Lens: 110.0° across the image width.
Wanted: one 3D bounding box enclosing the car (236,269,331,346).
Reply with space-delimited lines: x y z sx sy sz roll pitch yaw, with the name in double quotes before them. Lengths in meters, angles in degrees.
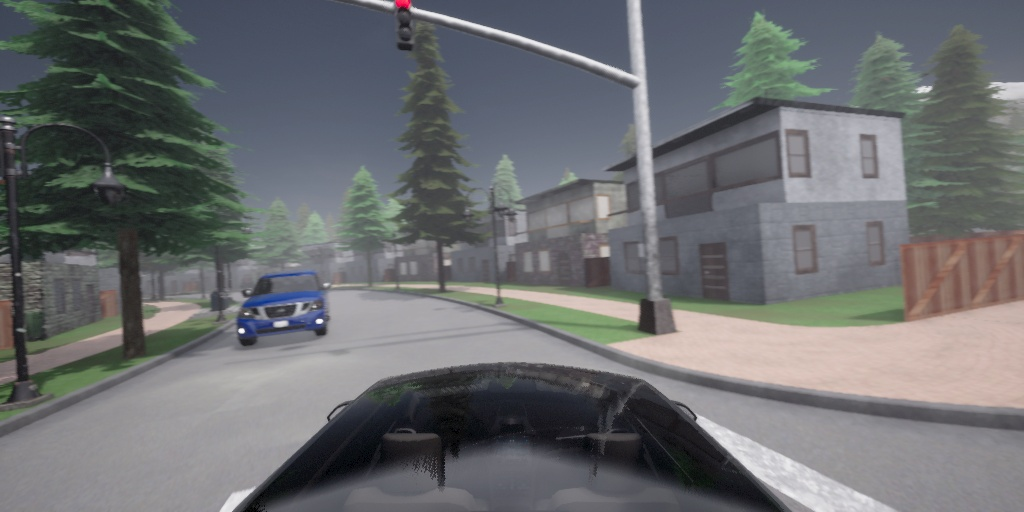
"car" -7.479 1.538 12.208 2.150 2.045 5.566 -4 1 -26
